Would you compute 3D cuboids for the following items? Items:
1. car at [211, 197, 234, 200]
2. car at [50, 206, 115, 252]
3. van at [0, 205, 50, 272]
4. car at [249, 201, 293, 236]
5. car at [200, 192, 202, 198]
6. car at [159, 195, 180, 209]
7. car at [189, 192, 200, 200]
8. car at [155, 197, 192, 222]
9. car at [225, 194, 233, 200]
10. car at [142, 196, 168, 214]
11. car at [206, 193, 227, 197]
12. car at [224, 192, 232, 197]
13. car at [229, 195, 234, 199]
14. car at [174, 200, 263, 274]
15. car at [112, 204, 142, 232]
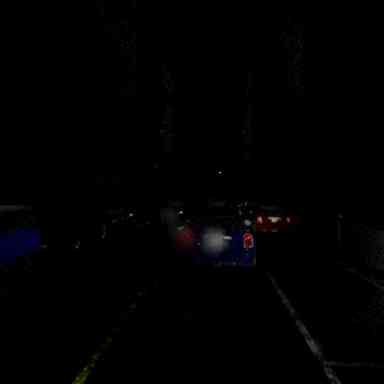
[{"bbox_3d":[1.861,1.374,24.501,1.882,1.535,5.008,1,0,4],"label":"car"},{"bbox_3d":[-4.781,1.428,13.208,1.947,1.339,4.313,1,0,4],"label":"car"},{"bbox_3d":[-5.194,1.226,7.721,1.690,1.788,3.998,1,0,4],"label":"van"},{"bbox_3d":[4.137,1.402,18.049,1.967,1.590,4.097,1,0,4],"label":"car"},{"bbox_3d":[0.971,1.166,88.414,2.008,1.369,4.403,1,0,4],"label":"car"},{"bbox_3d":[-2.701,1.191,40.635,1.967,1.590,4.097,1,0,4],"label":"car"},{"bbox_3d":[0.134,1.220,77.630,1.802,1.307,4.206,1,0,4],"label":"car"},{"bbox_3d":[-1.298,1.375,25.069,1.812,1.442,4.674,1,0,4],"label":"car"},{"bbox_3d":[9.065,1.274,82.536,1.752,1.417,4.829,1,0,4],"label":"car"},{"bbox_3d":[-3.534,1.361,29.664,1.947,1.339,4.313,1,0,4],"label":"car"},{"bbox_3d":[2.867,1.297,39.073,1.801,1.575,5.366,1,1,4],"label":"car"},{"bbox_3d":[8.634,1.201,76.973,1.967,1.590,4.097,1,0,4],"label":"car"},{"bbox_3d":[5.798,1.440,39.992,1.947,1.339,4.313,1,0,4],"label":"car"},{"bbox_3d":[0.817,1.305,10.665,2.097,1.767,4.553,1,0,4],"label":"car"},{"bbox_3d":[-4.365,1.421,18.694,1.802,1.307,4.206,1,0,4],"label":"car"}]
